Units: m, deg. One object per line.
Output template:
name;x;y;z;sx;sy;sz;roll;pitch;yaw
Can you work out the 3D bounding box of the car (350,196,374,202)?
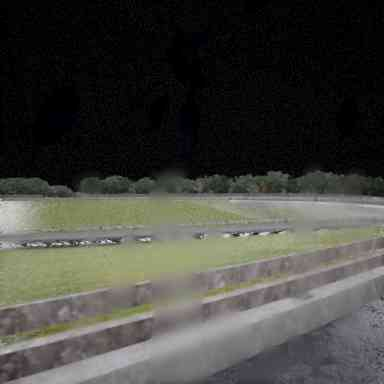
car;43.253;2.065;84.760;2.033;1.411;5.357;0;-1;-3
